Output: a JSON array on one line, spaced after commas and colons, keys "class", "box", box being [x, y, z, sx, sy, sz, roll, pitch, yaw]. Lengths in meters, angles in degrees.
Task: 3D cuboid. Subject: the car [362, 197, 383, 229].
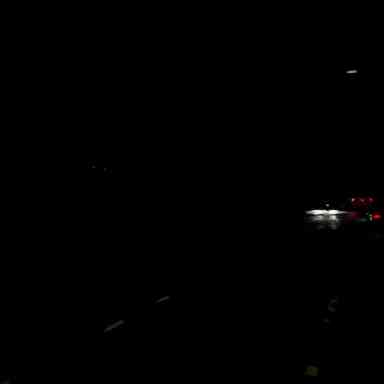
[{"class": "car", "box": [11.127, 1.292, 19.031, 2.033, 1.411, 5.357, 1, 1, 26]}]

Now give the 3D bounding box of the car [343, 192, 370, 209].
[{"class": "car", "box": [16.751, 0.756, 33.642, 2.097, 1.767, 4.553, 0, 1, 16]}]

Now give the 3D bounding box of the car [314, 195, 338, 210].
[{"class": "car", "box": [13.089, 1.013, 32.672, 1.994, 1.385, 4.181, 0, 1, 17]}]
